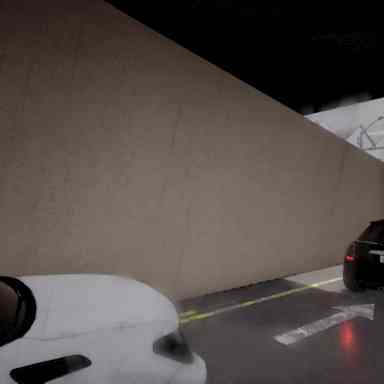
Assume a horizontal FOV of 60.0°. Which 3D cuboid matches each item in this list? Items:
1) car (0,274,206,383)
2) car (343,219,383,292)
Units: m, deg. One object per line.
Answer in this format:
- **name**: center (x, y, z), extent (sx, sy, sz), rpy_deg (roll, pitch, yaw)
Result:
- **car**: center (-2.539, 1.222, 1.978), extent (5.566, 2.045, 2.150), rpy_deg (0, 0, -35)
- **car**: center (5.556, 1.352, 7.726), extent (4.553, 1.767, 2.097), rpy_deg (0, 0, -36)
